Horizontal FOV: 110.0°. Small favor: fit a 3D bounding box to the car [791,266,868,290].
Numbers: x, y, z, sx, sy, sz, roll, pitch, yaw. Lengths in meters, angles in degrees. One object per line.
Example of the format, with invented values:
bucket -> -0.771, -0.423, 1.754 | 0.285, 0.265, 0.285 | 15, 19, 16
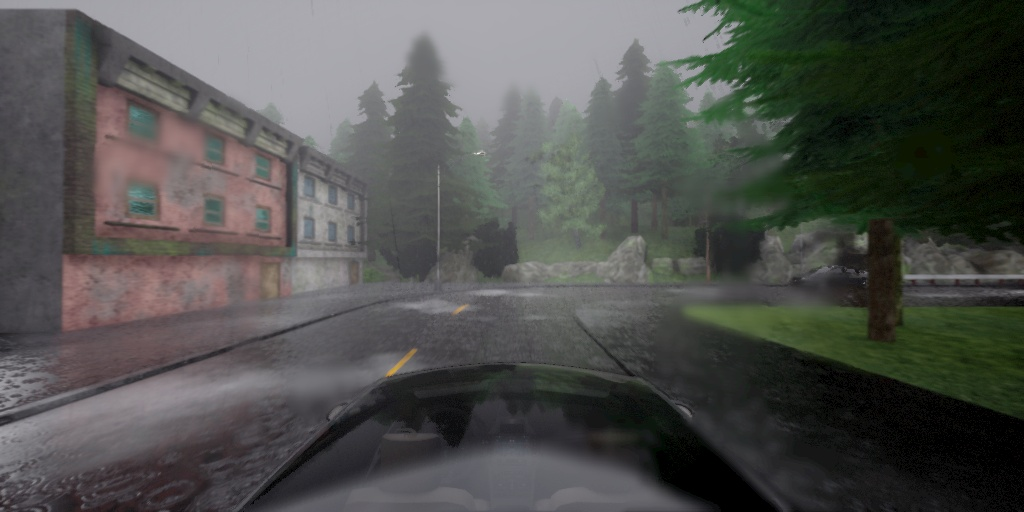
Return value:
car -> 21.729, 1.468, 24.364 | 4.892, 1.490, 1.837 | 0, -1, 0
